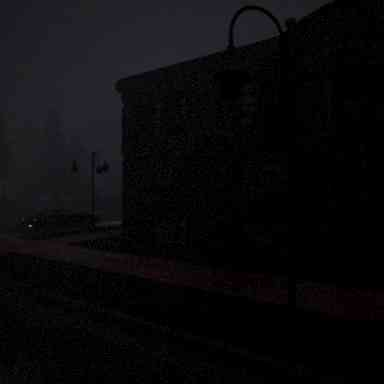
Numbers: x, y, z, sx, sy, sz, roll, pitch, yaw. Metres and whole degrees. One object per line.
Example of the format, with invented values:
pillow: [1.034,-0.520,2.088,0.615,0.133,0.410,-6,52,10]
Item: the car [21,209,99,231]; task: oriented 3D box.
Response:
car: [-8.540,1.748,21.984,1.895,1.301,4.718,0,0,34]
